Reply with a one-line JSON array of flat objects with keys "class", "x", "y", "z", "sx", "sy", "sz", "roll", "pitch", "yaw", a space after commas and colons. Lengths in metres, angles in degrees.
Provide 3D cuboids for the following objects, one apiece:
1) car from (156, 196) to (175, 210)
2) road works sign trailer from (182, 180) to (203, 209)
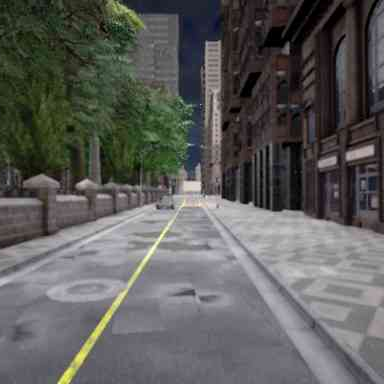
[{"class": "car", "x": -3.106, "y": 1.216, "z": 39.709, "sx": 2.097, "sy": 1.767, "sz": 4.553, "roll": 0, "pitch": 0, "yaw": 0}, {"class": "road works sign trailer", "x": -0.017, "y": 0.321, "z": 42.021, "sx": 2.380, "sy": 3.560, "sz": 2.880, "roll": 0, "pitch": 0, "yaw": 0}]
